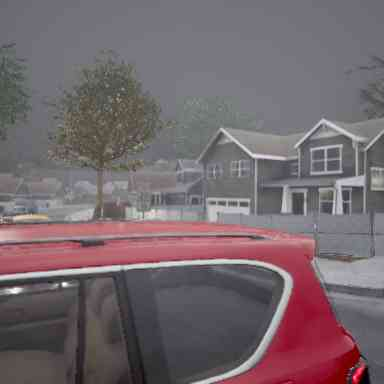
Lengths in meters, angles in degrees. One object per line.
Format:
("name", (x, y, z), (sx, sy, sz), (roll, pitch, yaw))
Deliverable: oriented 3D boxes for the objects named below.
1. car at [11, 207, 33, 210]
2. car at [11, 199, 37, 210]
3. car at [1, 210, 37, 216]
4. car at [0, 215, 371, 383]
("car", (-12.982, 2.040, 24.476), (1.895, 1.301, 4.718), (1, -1, -27))
("car", (-18.283, 1.868, 36.415), (2.150, 2.045, 5.566), (1, 0, -20))
("car", (-6.671, 1.720, 13.761), (1.882, 1.535, 5.008), (1, -1, -33))
("car", (-1.637, 1.222, 1.683), (5.566, 2.045, 2.150), (1, -2, -24))
